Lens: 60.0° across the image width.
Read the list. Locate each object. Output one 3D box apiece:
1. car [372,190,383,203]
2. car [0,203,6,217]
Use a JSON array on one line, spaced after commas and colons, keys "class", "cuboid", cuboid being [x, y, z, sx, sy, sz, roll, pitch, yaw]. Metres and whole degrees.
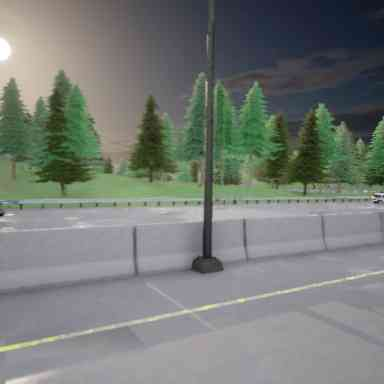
[{"class": "car", "cuboid": [24.694, 0.482, 40.844, 5.566, 2.045, 2.150, 0, 2, -24]}, {"class": "car", "cuboid": [-12.526, 0.904, 16.911, 5.357, 1.411, 2.033, 0, 2, -30]}]
